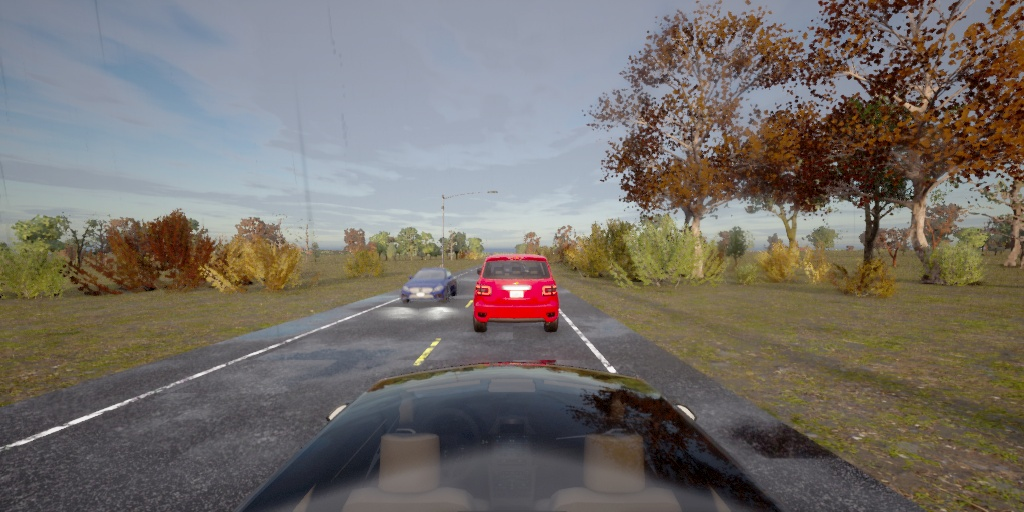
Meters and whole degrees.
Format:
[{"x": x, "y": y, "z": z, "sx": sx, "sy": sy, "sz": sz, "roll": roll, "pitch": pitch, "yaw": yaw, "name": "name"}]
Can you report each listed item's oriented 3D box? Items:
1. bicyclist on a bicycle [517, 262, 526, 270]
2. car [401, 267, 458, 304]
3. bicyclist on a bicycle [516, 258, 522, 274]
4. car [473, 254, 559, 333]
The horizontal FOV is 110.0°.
[{"x": 0.874, "y": 1.110, "z": 30.104, "sx": 0.659, "sy": 1.776, "sz": 1.843, "roll": 0, "pitch": 0, "yaw": 0, "name": "bicyclist on a bicycle"}, {"x": -3.629, "y": 1.270, "z": 16.513, "sx": 1.812, "sy": 1.442, "sz": 4.674, "roll": 0, "pitch": 0, "yaw": 0, "name": "car"}, {"x": 0.804, "y": 1.107, "z": 40.117, "sx": 0.659, "sy": 1.776, "sz": 1.843, "roll": 0, "pitch": 0, "yaw": 0, "name": "bicyclist on a bicycle"}, {"x": 0.083, "y": 0.968, "z": 10.925, "sx": 2.150, "sy": 2.045, "sz": 5.566, "roll": 0, "pitch": 0, "yaw": -1, "name": "car"}]
